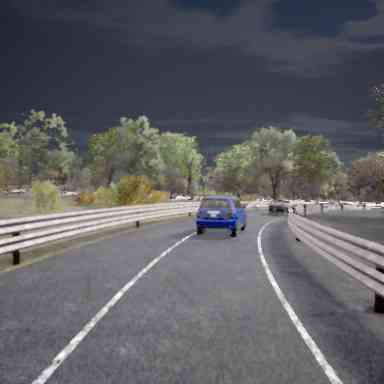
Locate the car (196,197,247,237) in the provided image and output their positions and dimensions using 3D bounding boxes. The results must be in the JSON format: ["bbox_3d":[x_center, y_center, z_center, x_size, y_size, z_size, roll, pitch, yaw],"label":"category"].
[{"bbox_3d":[1.840,1.315,19.307,2.150,2.045,5.566,1,-1,16],"label":"car"}]

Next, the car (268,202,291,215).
[{"bbox_3d":[11.137,1.994,41.721,1.882,1.535,5.008,1,-1,31],"label":"car"}]
